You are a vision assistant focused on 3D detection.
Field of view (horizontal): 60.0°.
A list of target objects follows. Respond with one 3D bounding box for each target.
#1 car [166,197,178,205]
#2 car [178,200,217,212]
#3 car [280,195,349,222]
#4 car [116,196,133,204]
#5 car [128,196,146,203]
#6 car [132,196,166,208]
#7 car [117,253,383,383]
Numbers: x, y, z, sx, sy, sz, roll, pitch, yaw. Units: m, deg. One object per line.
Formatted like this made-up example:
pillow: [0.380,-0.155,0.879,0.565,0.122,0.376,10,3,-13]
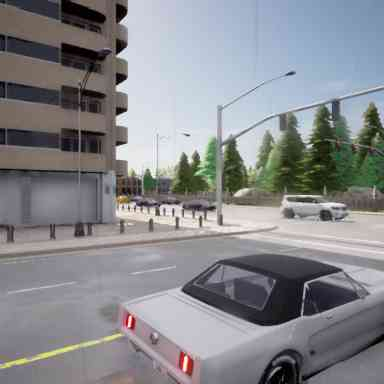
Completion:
car: [-4.130,1.602,59.113,2.033,1.411,5.357,0,0,-36]
car: [0.949,1.603,39.711,2.033,1.411,5.357,0,0,-36]
car: [9.954,1.273,27.542,2.150,2.045,5.566,0,0,-39]
car: [-14.240,1.533,67.153,1.882,1.535,5.008,0,0,-36]
car: [-11.624,1.580,69.502,1.812,1.442,4.674,0,0,-36]
car: [-6.497,1.602,50.087,2.033,1.411,5.357,0,0,-36]
car: [1.480,1.601,4.833,4.718,1.301,1.895,0,0,-35]
